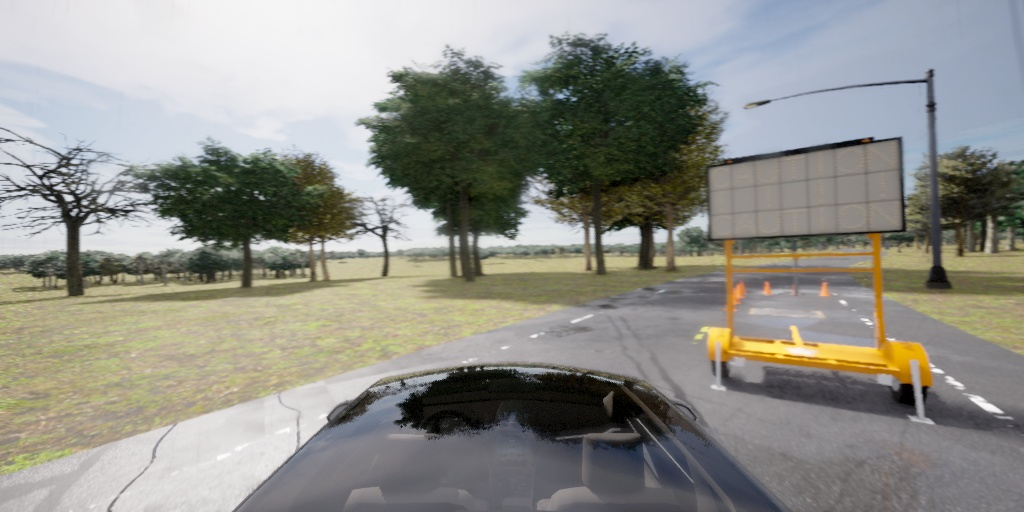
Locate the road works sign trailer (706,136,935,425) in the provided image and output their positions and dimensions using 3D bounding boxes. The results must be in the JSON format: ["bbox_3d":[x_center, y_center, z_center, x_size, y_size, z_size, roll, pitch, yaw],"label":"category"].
[{"bbox_3d":[4.615,0.104,5.761,2.380,3.560,2.880,0,0,35],"label":"road works sign trailer"}]
